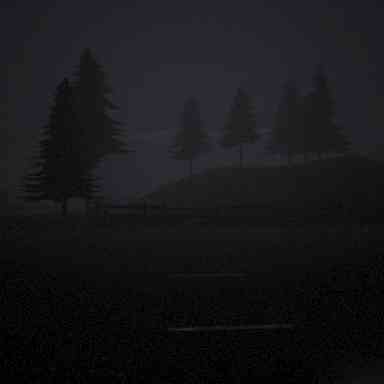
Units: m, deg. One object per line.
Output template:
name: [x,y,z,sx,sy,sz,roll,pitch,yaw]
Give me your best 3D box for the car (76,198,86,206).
car: [-18.052,1.541,54.884,1.812,1.442,4.674,1,0,-24]
